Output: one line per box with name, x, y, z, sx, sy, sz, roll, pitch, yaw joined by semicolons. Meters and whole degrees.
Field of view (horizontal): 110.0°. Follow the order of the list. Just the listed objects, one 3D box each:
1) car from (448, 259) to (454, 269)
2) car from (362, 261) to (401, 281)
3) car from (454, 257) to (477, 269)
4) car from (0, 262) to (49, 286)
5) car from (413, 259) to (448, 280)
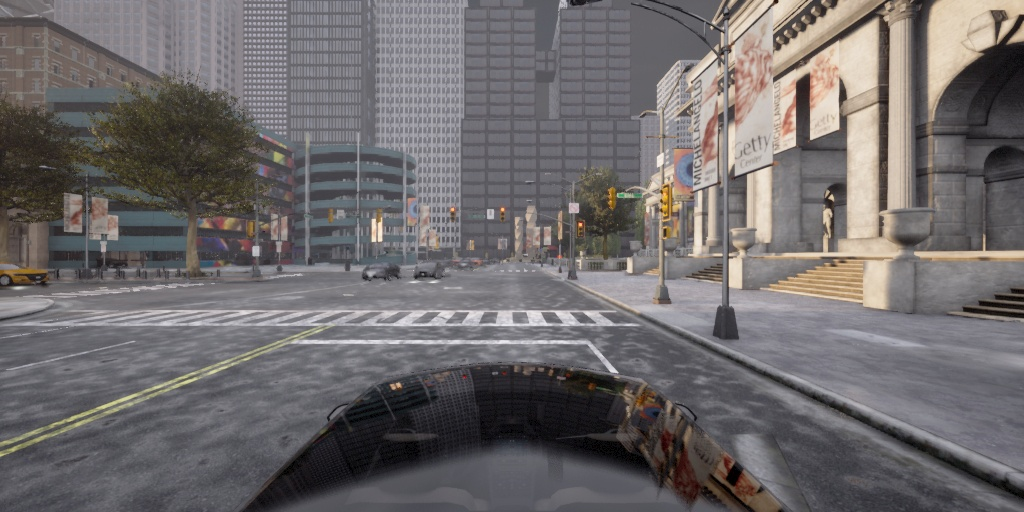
car;-10.505;1.170;56.493;2.128;1.511;4.902;0;0;0
car;-10.552;1.197;29.259;2.128;1.511;4.902;0;0;0
car;-7.007;1.178;54.240;2.128;1.511;4.902;0;0;0
car;-34.048;1.150;23.824;5.008;1.535;1.882;0;0;-1
car;-7.050;1.215;30.819;1.837;1.490;4.892;0;0;0
